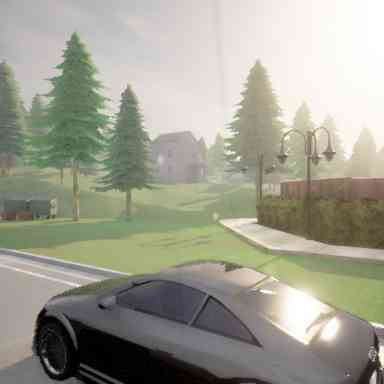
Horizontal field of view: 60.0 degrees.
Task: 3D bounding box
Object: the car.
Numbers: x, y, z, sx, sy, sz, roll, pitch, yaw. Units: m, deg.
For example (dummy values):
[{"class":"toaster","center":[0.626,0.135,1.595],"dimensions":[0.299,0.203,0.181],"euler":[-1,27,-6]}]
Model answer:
[{"class":"car","center":[-0.070,1.563,4.036],"dimensions":[4.181,1.385,1.994],"euler":[0,0,36]}]
